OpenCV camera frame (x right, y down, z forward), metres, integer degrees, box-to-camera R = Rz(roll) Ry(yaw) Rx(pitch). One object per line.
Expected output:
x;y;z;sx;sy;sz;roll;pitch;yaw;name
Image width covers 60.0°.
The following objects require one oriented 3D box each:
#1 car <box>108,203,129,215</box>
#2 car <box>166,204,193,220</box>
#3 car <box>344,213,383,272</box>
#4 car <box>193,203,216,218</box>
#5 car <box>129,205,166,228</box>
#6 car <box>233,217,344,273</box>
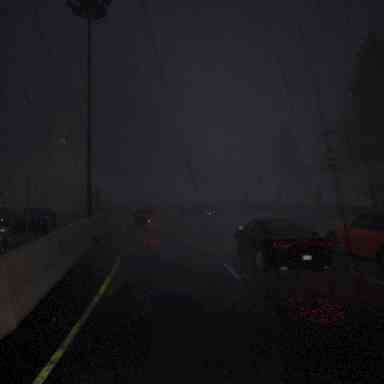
-9.129;2.063;41.108;1.895;1.301;4.718;0;-1;-24;car
-1.986;1.899;32.596;2.033;1.411;5.357;0;-1;-19;car
6.270;1.449;10.881;2.097;1.767;4.553;0;-1;-6;car
0.945;1.868;34.580;1.837;1.490;4.892;0;-1;-19;car
-3.405;1.781;24.843;1.837;1.490;4.892;0;0;-14;car
2.735;1.588;11.155;1.882;1.535;5.008;0;-1;-6;car
